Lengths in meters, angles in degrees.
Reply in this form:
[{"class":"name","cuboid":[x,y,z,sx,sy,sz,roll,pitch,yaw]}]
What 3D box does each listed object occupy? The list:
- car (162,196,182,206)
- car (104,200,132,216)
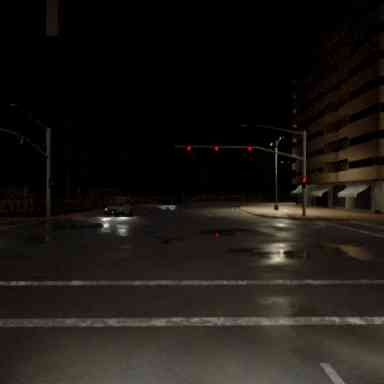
[{"class":"car","cuboid":[-3.383,1.400,57.839,2.097,1.767,4.553,0,0,22]},{"class":"car","cuboid":[-7.145,1.566,32.511,1.812,1.442,4.674,0,0,1]}]
